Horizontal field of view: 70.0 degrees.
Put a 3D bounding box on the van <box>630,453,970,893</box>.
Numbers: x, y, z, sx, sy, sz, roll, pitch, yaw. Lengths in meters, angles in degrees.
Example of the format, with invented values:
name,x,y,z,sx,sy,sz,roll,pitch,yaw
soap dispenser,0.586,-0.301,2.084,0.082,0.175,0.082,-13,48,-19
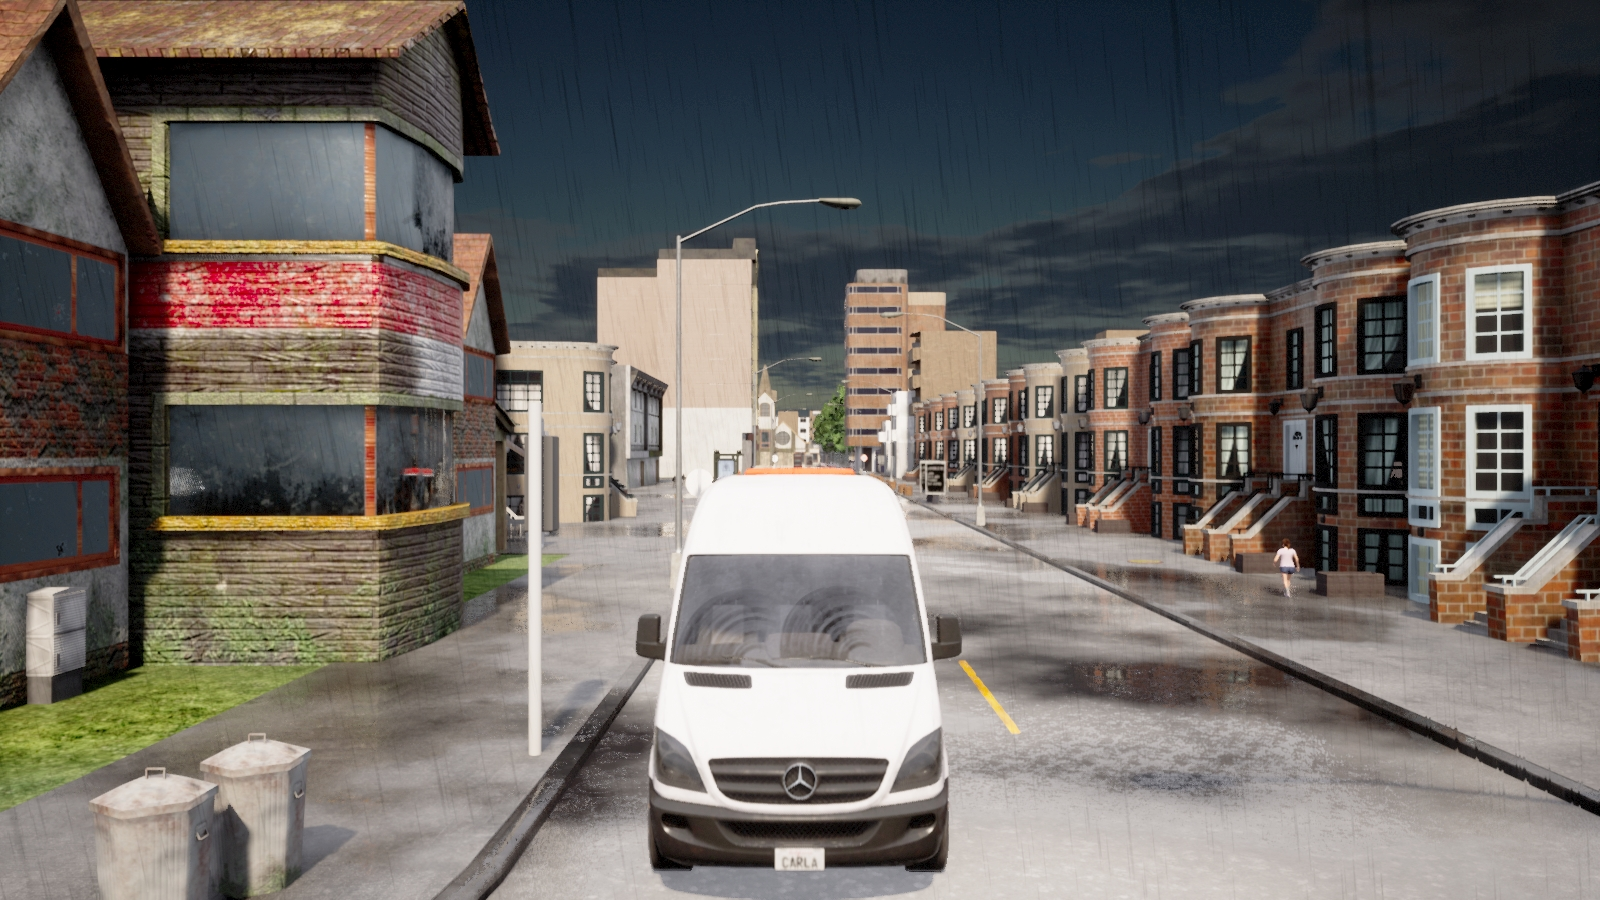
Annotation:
name,x,y,z,sx,sy,sz,roll,pitch,yaw
van,-0.003,1.315,9.642,1.988,2.561,5.915,0,0,0

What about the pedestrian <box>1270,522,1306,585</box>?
name,x,y,z,sx,sy,sz,roll,pitch,yaw
pedestrian,9.008,1.905,21.101,0.500,1.100,0.500,0,0,7
